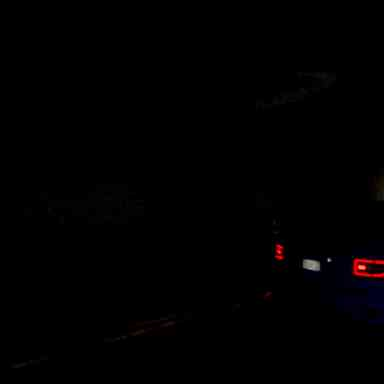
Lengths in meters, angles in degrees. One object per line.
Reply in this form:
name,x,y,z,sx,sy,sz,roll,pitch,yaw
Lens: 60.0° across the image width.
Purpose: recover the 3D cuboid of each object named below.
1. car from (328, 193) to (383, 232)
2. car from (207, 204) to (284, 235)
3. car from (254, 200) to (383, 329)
car,10.946,1.104,20.406,5.566,2.045,2.150,0,0,-36
car,3.118,1.486,19.119,4.181,1.385,1.994,0,0,-36
car,3.992,1.182,6.596,5.566,2.045,2.150,0,0,-36
